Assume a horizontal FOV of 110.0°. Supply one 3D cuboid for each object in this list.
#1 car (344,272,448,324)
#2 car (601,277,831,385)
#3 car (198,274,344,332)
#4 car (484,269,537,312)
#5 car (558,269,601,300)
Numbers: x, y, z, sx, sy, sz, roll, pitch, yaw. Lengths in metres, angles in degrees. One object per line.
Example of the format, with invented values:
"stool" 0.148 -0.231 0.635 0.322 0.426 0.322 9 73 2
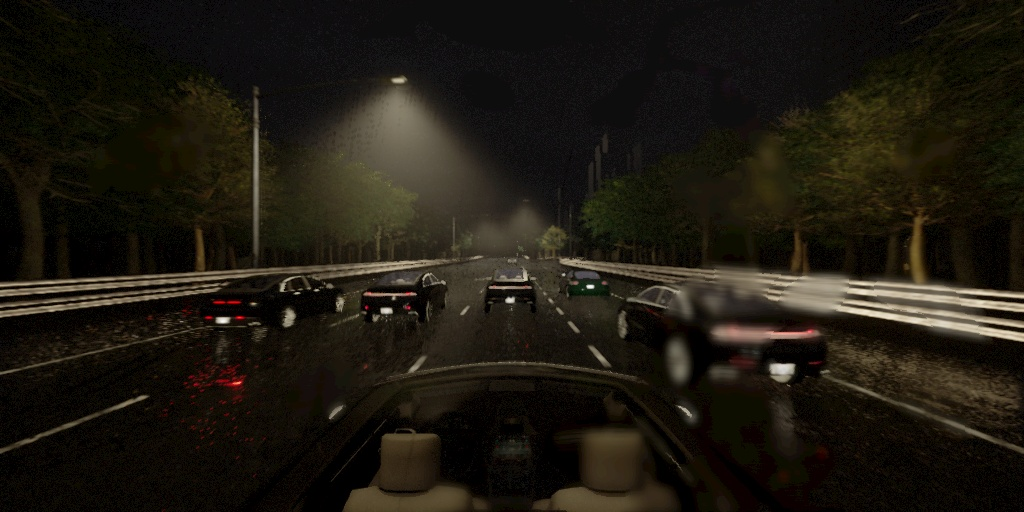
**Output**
"car" -3.394 1.269 12.132 2.128 1.511 4.902 0 0 0
"car" 3.502 1.258 7.064 2.128 1.511 4.902 0 0 0
"car" -6.896 1.282 10.990 1.837 1.490 4.892 0 0 0
"car" -0.045 1.269 14.389 2.128 1.511 4.902 0 0 0
"car" 3.509 1.334 18.062 1.994 1.385 4.181 0 0 0
